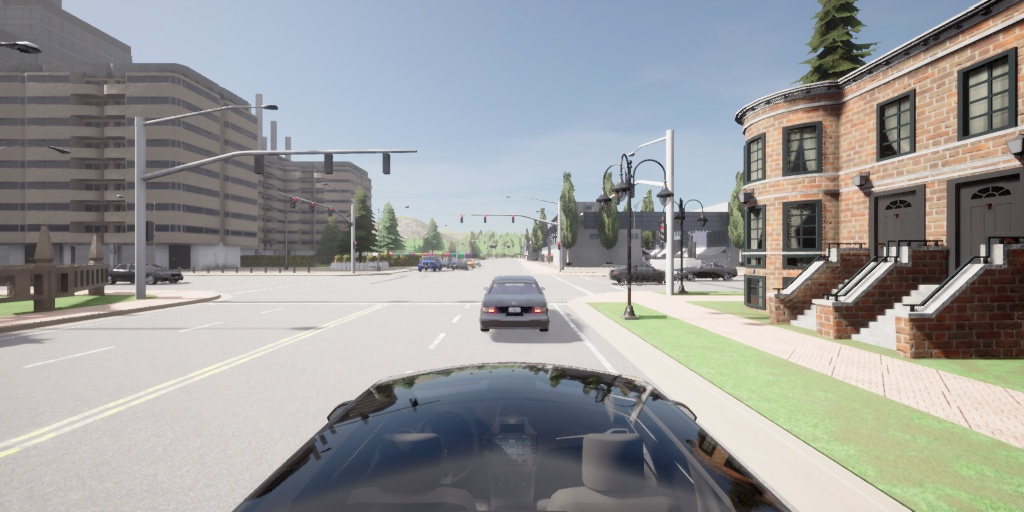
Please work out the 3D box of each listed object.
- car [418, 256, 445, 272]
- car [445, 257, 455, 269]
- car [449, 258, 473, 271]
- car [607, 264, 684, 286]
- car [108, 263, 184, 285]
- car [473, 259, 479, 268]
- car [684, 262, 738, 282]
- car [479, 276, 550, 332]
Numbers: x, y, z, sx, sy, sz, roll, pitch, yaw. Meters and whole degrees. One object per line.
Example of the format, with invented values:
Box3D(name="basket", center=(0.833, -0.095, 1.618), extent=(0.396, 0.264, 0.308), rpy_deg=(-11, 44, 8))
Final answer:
Box3D(name="car", center=(-10.640, 0.971, 46.874), extent=(2.150, 2.045, 5.566), rpy_deg=(0, 0, 0))
Box3D(name="car", center=(-10.651, 1.297, 57.188), extent=(2.033, 1.411, 5.357), rpy_deg=(0, 0, 0))
Box3D(name="car", center=(-7.135, 1.314, 50.272), extent=(1.994, 1.385, 4.181), rpy_deg=(0, 0, 0))
Box3D(name="car", center=(9.062, 1.275, 25.001), extent=(4.674, 1.442, 1.812), rpy_deg=(0, 0, 0))
Box3D(name="car", center=(-26.186, 1.255, 25.388), extent=(4.892, 1.490, 1.837), rpy_deg=(0, 0, 0))
Box3D(name="car", center=(-7.139, 1.227, 59.361), extent=(1.882, 1.535, 5.008), rpy_deg=(0, 0, 0))
Box3D(name="car", center=(15.424, 1.241, 28.809), extent=(4.902, 1.511, 2.128), rpy_deg=(0, 0, -1))
Box3D(name="car", center=(0.072, 1.297, 10.846), extent=(2.033, 1.411, 5.357), rpy_deg=(0, 0, 0))
